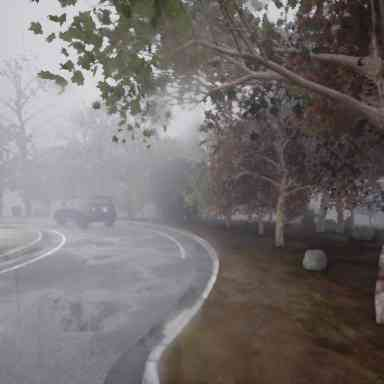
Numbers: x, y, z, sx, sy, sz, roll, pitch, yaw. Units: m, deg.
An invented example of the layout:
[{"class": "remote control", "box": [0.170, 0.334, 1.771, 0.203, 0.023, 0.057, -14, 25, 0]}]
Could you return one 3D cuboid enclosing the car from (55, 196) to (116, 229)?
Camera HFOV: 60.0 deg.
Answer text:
[{"class": "car", "box": [-7.285, 1.290, 22.571, 2.150, 2.045, 5.566, 0, -1, -44]}]
